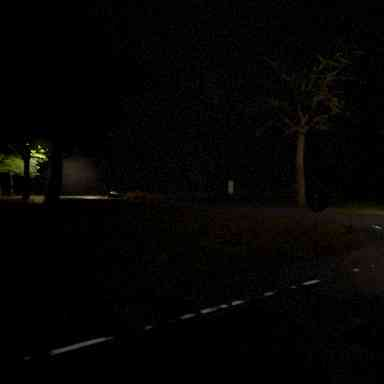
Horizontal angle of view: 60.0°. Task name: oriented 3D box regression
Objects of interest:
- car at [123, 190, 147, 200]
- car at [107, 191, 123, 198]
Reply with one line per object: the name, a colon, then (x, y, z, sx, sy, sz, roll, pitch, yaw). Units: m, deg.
car: (-9.271, 0.454, 55.867, 1.882, 1.535, 5.008, 2, 0, -35)
car: (-14.327, 0.487, 62.841, 2.033, 1.411, 5.357, 2, -1, -36)
